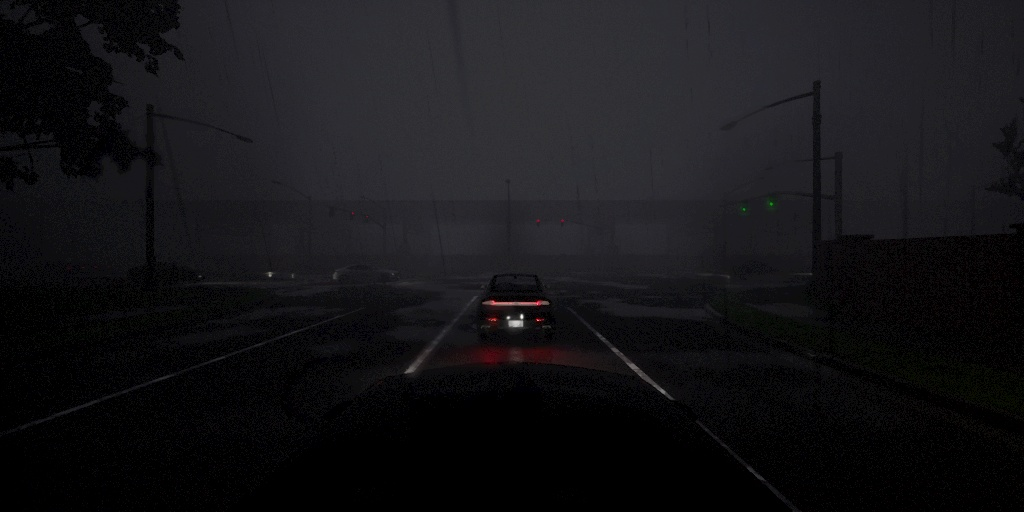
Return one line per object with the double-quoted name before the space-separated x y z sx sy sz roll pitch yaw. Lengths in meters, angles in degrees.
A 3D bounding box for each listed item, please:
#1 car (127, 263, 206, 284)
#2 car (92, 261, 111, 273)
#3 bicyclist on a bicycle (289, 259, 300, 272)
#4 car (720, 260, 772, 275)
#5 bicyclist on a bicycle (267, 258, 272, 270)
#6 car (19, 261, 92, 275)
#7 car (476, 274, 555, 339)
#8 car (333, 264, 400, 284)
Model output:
"car" -25.597 1.239 26.666 4.902 1.511 2.128 0 0 2
"car" -49.669 1.297 41.404 5.357 1.411 2.033 0 0 2
"bicyclist on a bicycle" -27.055 1.203 44.677 0.582 1.620 1.656 0 0 14
"car" 23.495 1.140 36.052 4.674 1.442 1.812 -1 0 2
"bicyclist on a bicycle" -31.608 1.050 46.765 0.582 1.620 1.656 0 0 -33
"car" -48.547 1.297 37.972 5.357 1.411 2.033 0 0 2
"car" 0.094 1.242 10.117 2.128 1.511 4.902 0 0 0
"car" -10.594 1.274 26.255 4.674 1.442 1.812 0 0 2
